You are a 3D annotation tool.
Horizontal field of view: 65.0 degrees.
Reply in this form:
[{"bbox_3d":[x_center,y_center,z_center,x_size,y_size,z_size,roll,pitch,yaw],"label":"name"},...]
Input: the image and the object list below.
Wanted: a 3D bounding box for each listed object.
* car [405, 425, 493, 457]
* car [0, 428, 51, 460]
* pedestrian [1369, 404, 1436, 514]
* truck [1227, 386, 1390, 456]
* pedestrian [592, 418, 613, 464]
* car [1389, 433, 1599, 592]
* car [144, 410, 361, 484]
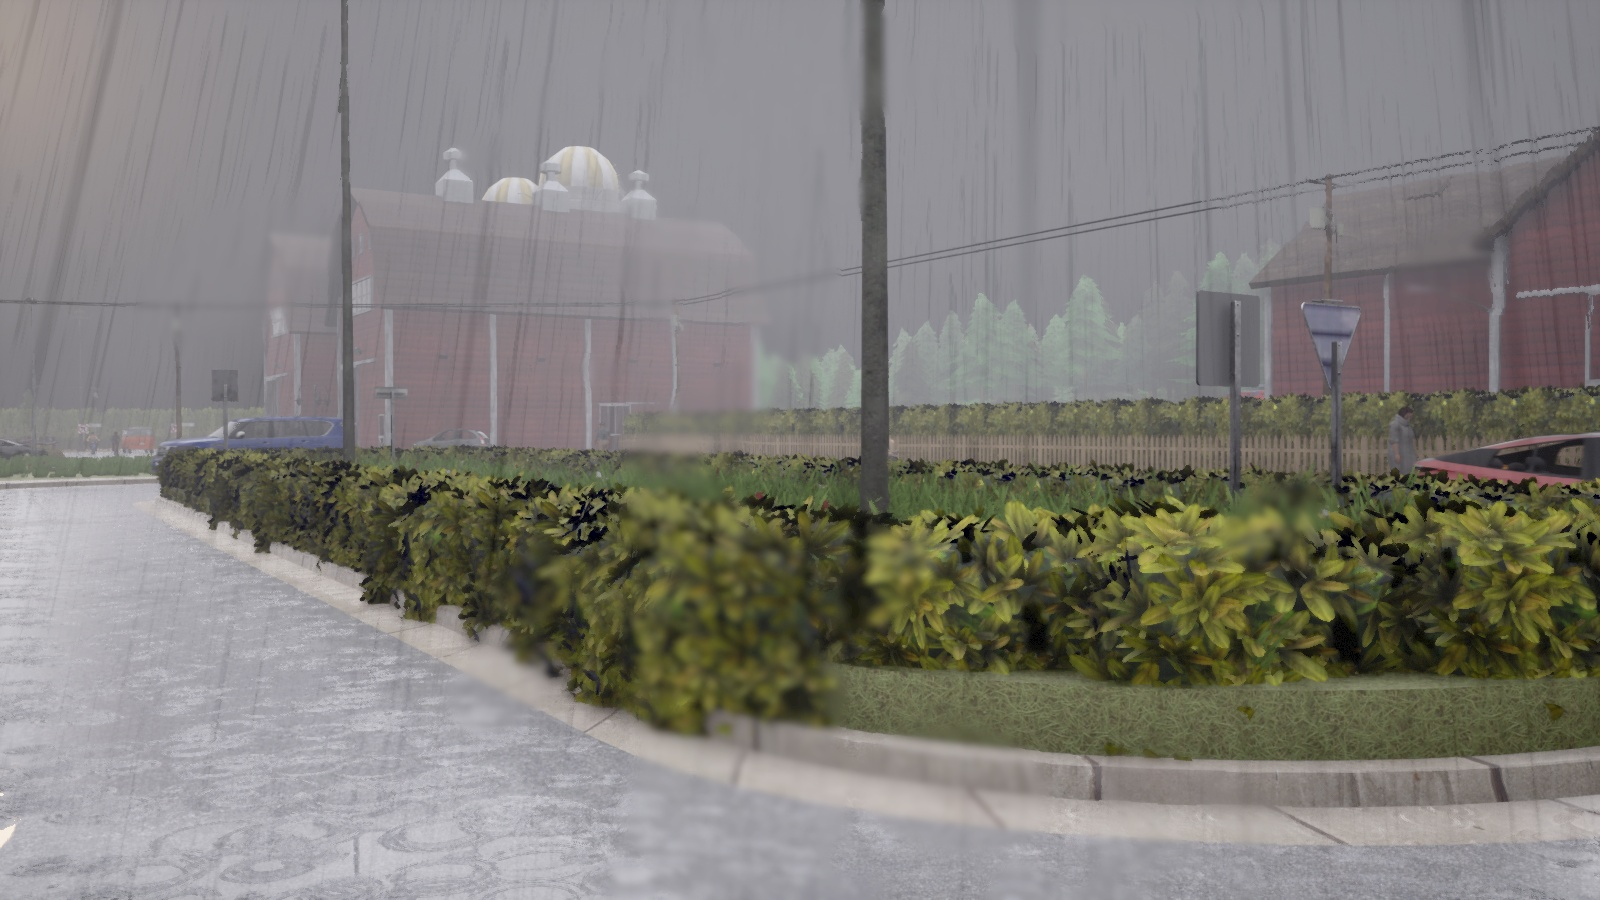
[{"bbox_3d":[-17.951,-0.451,64.307,3.988,1.617,1.851,0,1,-1],"label":"car"},{"bbox_3d":[-38.512,-0.283,59.844,4.792,1.488,2.163,-1,1,-30],"label":"car"},{"bbox_3d":[10.943,0.158,22.816,0.659,1.952,0.873,0,1,-34],"label":"pedestrian"},{"bbox_3d":[28.781,-1.590,71.118,8.468,3.827,2.891,0,0,-15],"label":"truck"},{"bbox_3d":[-8.070,-0.370,51.299,0.540,1.848,0.694,-1,1,-42],"label":"pedestrian"},{"bbox_3d":[8.623,0.604,12.609,2.007,1.525,4.514,0,1,-33],"label":"car"},{"bbox_3d":[-16.304,-0.118,37.602,5.566,2.045,2.150,-1,1,-42],"label":"car"}]
